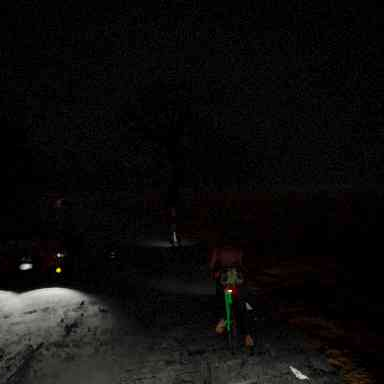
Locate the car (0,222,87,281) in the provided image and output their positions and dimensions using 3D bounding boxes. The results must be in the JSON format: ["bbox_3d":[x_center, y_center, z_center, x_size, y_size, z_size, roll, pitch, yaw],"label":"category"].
[{"bbox_3d":[-4.308,1.595,9.870,1.994,1.385,4.181,0,0,-11],"label":"car"}]

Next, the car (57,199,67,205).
[{"bbox_3d":[-27.178,2.060,69.688,1.895,1.301,4.718,0,0,-19],"label":"car"}]

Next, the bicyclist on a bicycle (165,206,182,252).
[{"bbox_3d":[-0.754,1.420,13.167,0.659,1.776,1.843,0,0,-9],"label":"bicyclist on a bicycle"}]

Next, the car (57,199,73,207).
[{"bbox_3d":[-22.792,1.987,60.307,1.895,1.301,4.718,0,-1,-26],"label":"car"}]

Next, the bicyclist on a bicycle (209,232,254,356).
[{"bbox_3d":[0.547,1.462,5.137,0.582,1.620,1.656,0,0,-1],"label":"bicyclist on a bicycle"}]
